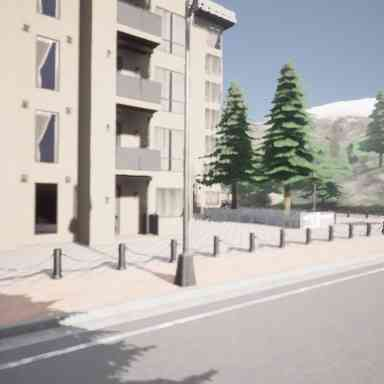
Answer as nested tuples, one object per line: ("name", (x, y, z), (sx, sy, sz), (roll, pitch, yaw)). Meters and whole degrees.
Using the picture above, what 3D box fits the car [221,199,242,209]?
("car", (5.569, 1.900, 51.332), (1.837, 1.490, 4.892), (1, -1, -35))
